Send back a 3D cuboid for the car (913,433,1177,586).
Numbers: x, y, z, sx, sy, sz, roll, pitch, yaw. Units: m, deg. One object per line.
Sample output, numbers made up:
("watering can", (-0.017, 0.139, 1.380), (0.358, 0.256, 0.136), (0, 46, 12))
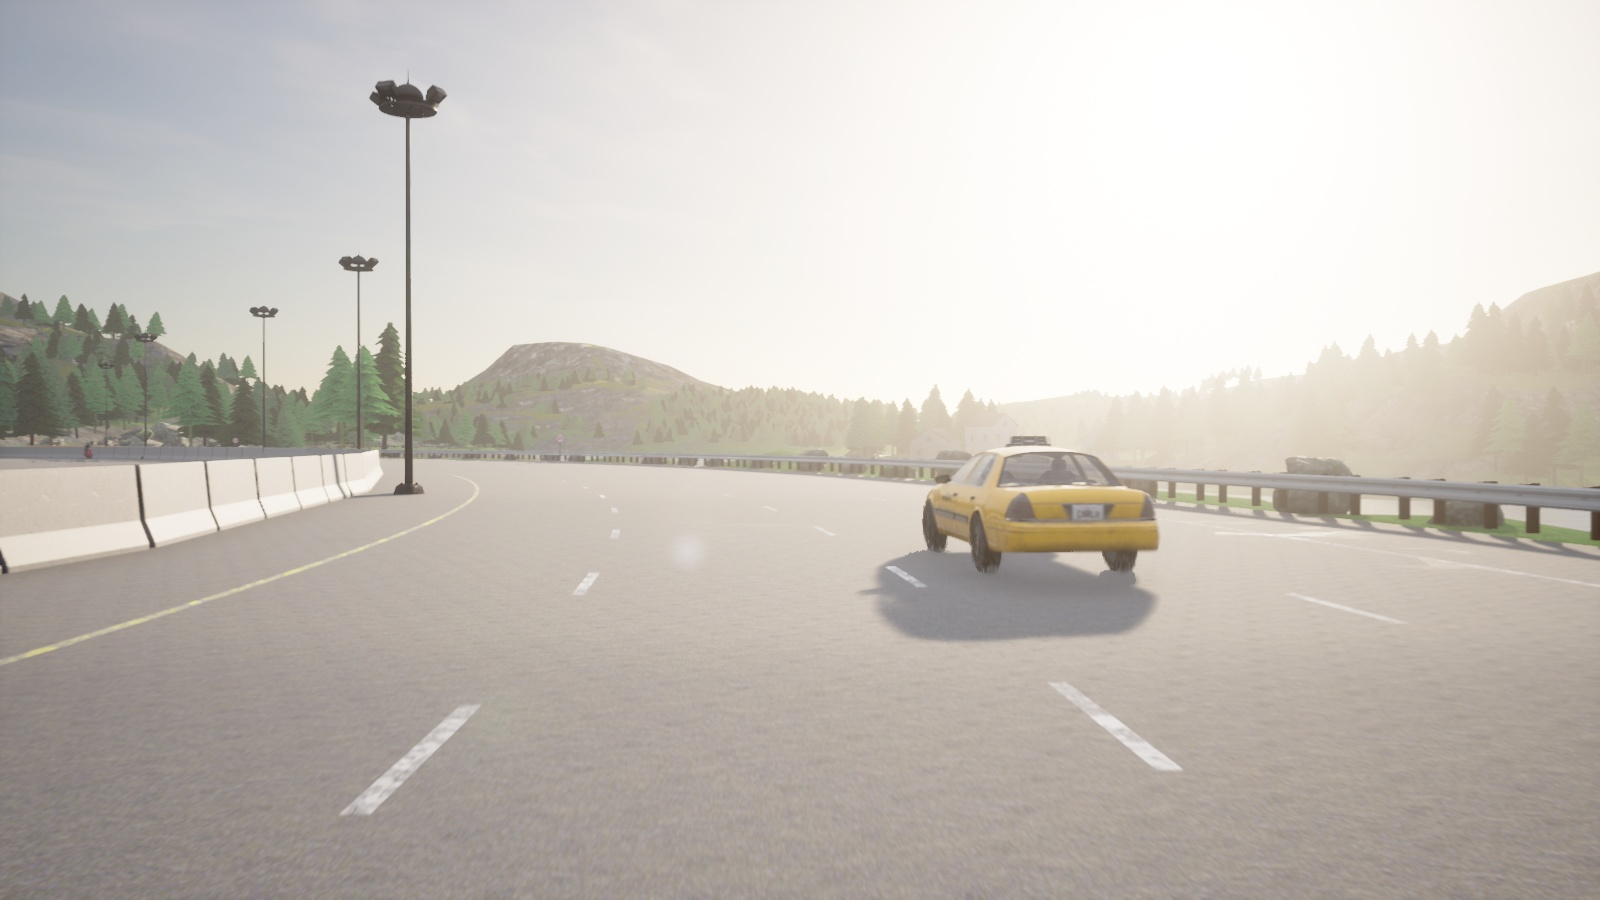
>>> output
("car", (2.784, 0.598, 15.684), (1.801, 1.575, 5.366), (0, 0, -5))
